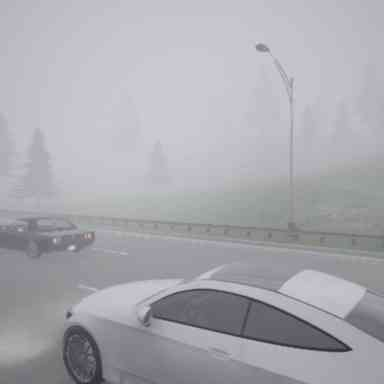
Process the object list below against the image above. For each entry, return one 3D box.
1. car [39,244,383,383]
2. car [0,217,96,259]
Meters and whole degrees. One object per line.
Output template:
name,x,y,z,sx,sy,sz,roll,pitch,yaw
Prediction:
car,0.502,1.523,3.633,4.674,1.442,1.812,0,0,36
car,-5.843,1.582,12.460,4.718,1.301,1.895,0,0,36
